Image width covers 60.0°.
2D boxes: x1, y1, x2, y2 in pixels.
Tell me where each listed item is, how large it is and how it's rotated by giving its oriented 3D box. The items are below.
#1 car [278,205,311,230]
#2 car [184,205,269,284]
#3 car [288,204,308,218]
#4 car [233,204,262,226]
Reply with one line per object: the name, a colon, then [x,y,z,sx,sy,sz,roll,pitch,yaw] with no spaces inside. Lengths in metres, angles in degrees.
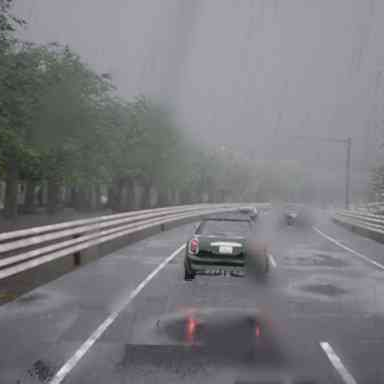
car: [7.429,1.721,24.326,2.097,1.767,4.553,1,-1,14]
car: [1.078,1.417,10.068,2.097,1.767,4.553,1,0,7]
car: [13.172,2.301,41.165,1.882,1.535,5.008,2,-1,23]
car: [4.644,1.832,27.466,1.837,1.490,4.892,1,-1,15]
